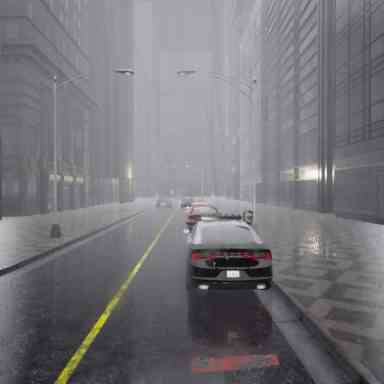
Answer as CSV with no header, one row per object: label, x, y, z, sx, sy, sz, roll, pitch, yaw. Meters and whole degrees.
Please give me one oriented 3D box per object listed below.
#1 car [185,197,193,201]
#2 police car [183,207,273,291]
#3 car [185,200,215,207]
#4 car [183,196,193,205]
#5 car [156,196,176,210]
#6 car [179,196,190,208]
car,0.591,1.453,25.267,1.801,1.575,5.366,0,0,-1
police car,0.787,1.424,9.188,1.930,1.638,5.238,0,0,-1
car,0.666,1.476,19.077,1.882,1.535,5.008,0,0,-1
car,-0.733,1.523,60.289,1.812,1.442,4.674,0,0,-1
car,-3.631,1.489,43.640,2.128,1.511,4.902,0,0,-1
car,-0.557,1.598,46.676,1.895,1.301,4.718,0,0,0
